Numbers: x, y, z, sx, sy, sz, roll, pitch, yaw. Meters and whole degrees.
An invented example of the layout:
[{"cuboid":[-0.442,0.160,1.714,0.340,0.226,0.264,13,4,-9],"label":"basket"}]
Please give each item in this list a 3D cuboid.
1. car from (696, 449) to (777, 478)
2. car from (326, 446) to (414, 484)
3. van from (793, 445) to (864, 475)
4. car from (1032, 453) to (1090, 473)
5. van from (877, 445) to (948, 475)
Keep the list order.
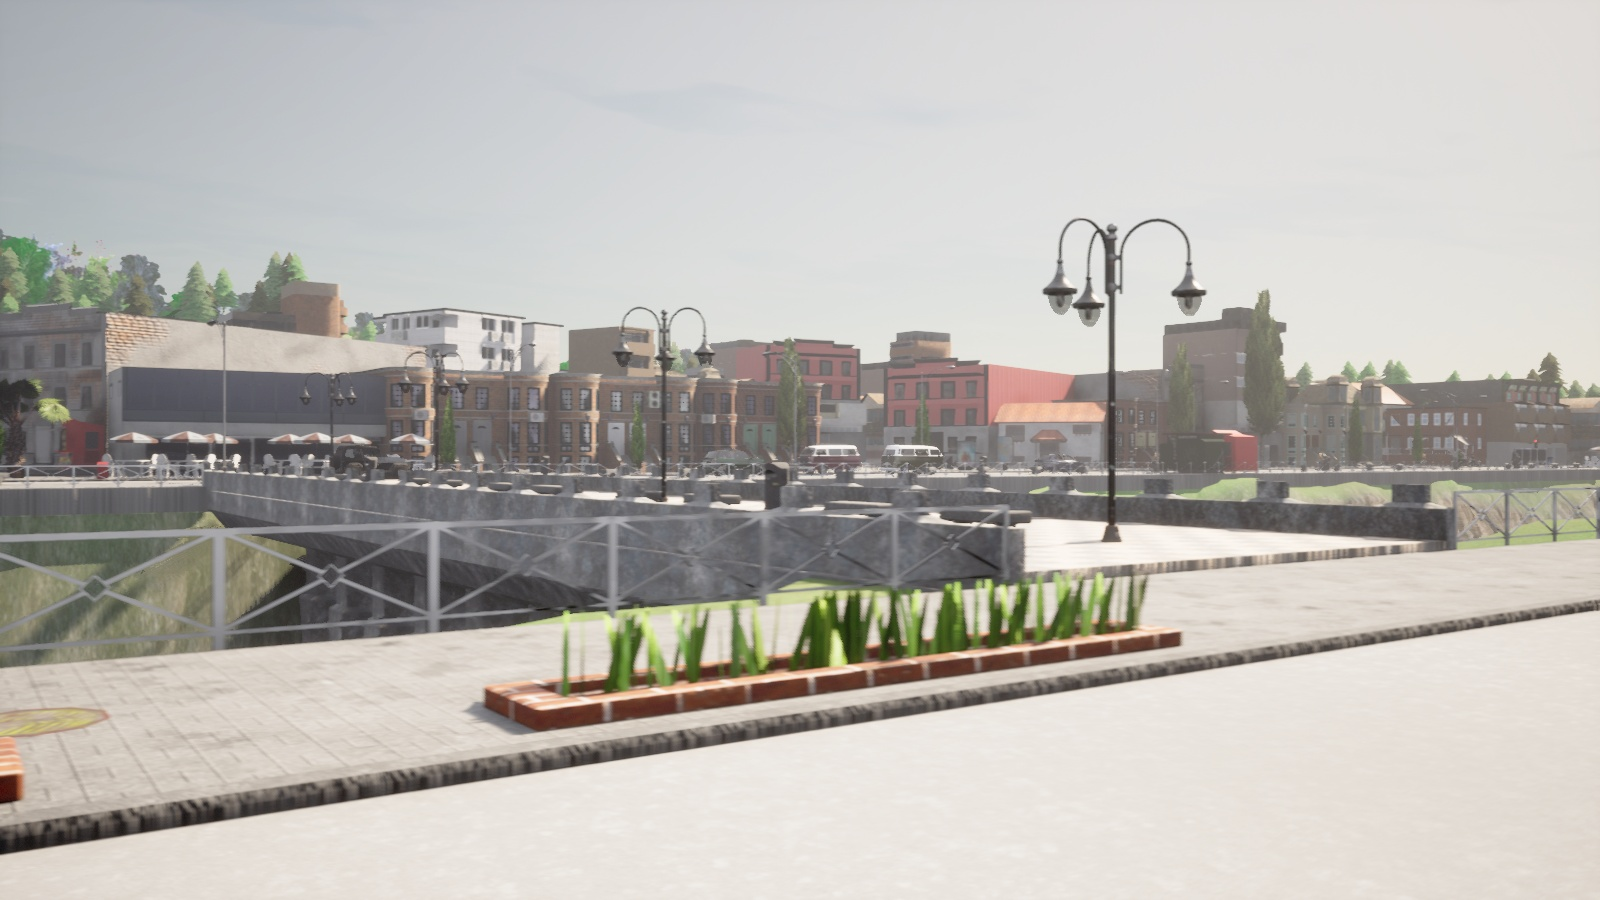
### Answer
[{"cuboid":[-3.866,0.800,76.737,4.553,1.767,2.097,0,0,-35],"label":"car"},{"cuboid":[-21.941,0.744,64.149,3.866,1.878,1.905,0,0,-35],"label":"car"},{"cuboid":[1.966,0.674,85.673,4.480,2.038,2.069,0,0,-35],"label":"van"},{"cuboid":[19.336,0.945,92.897,4.193,1.474,1.816,0,0,-35],"label":"car"},{"cuboid":[7.629,0.660,84.744,4.480,2.038,2.069,0,0,-35],"label":"van"}]
